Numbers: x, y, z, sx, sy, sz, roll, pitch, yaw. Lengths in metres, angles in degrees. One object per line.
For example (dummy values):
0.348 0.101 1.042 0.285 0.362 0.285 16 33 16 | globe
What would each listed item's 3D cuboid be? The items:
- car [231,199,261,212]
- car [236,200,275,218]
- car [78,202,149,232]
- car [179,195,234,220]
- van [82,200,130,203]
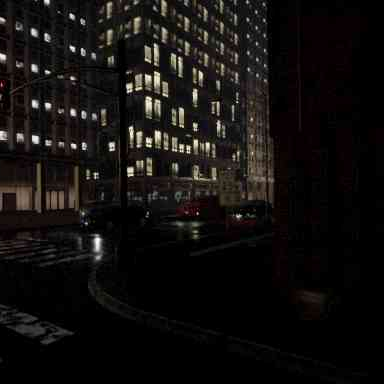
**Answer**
6.770 1.689 41.427 1.752 1.417 4.829 -2 -1 36 | car
6.145 1.631 30.602 1.895 1.301 4.718 -1 -1 36 | car
-4.712 1.571 20.981 1.837 1.490 4.892 -1 -1 33 | car
1.176 1.307 29.171 2.150 2.045 5.566 -1 -1 36 | car
-6.059 1.460 23.514 1.690 1.788 3.998 -2 -1 36 | van
